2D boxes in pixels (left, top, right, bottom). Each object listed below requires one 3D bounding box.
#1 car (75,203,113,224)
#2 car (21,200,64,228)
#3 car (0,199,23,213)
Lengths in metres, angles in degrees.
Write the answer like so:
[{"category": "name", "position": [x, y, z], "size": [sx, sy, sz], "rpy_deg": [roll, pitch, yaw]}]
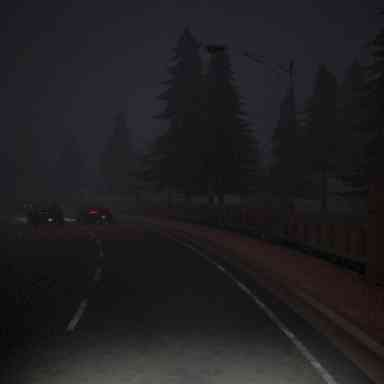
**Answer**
[{"category": "car", "position": [-7.277, 1.517, 24.696], "size": [1.812, 1.442, 4.674], "rpy_deg": [0, 0, -32]}, {"category": "car", "position": [-9.973, 1.486, 22.453], "size": [2.128, 1.511, 4.902], "rpy_deg": [0, 0, -32]}, {"category": "car", "position": [-19.340, 1.539, 37.156], "size": [5.357, 1.411, 2.033], "rpy_deg": [0, 0, 34]}]
